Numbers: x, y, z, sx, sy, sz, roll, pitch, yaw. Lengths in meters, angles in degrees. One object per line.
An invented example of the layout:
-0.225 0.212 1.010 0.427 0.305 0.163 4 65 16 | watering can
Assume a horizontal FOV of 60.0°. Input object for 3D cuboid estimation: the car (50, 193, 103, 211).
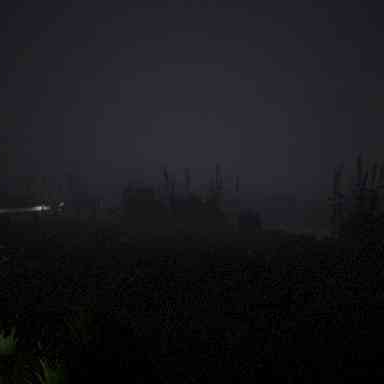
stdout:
-10.539 0.961 30.381 2.097 1.767 4.553 0 3 40 | car
